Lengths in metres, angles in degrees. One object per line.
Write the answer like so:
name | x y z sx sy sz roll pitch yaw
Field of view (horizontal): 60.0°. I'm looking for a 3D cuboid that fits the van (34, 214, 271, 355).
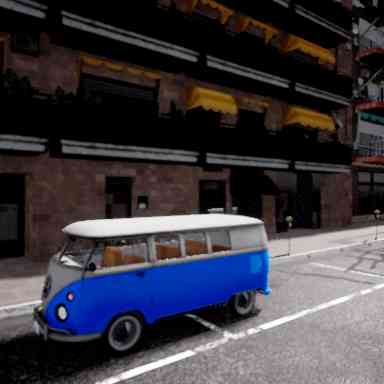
van | -0.423 1.327 5.789 3.998 1.788 1.690 0 1 -36
